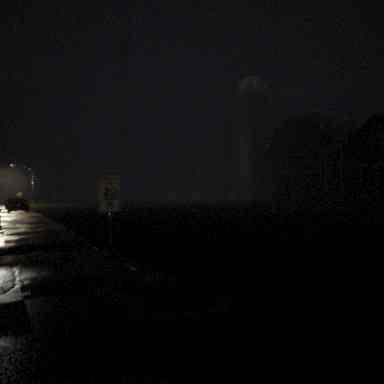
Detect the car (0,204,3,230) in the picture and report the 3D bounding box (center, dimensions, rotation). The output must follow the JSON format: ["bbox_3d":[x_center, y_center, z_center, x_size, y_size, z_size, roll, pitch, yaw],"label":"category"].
[{"bbox_3d":[-12.828,1.455,20.312,2.097,1.767,4.553,-1,0,-30],"label":"car"}]

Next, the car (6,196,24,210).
[{"bbox_3d":[-25.208,1.504,47.219,2.097,1.767,4.553,-1,0,-30],"label":"car"}]

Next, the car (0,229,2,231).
[{"bbox_3d":[-7.956,1.593,11.955,1.812,1.442,4.674,-1,0,-30],"label":"car"}]

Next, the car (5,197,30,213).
[{"bbox_3d":[-20.228,1.472,38.749,2.097,1.767,4.553,-1,0,-30],"label":"car"}]
